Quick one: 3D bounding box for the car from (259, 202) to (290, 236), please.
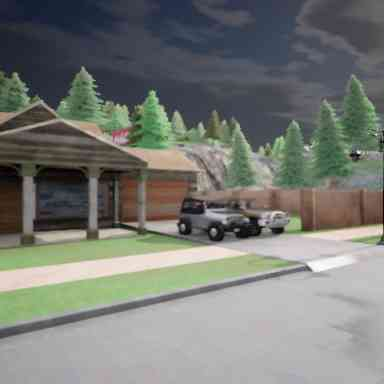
[{"bbox_3d":[2.725,1.173,17.276,1.932,1.855,4.605,0,0,-36],"label":"car"}]

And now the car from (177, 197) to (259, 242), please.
[{"bbox_3d":[0.907,1.175,15.496,1.905,1.878,3.866,0,0,-36],"label":"car"}]
